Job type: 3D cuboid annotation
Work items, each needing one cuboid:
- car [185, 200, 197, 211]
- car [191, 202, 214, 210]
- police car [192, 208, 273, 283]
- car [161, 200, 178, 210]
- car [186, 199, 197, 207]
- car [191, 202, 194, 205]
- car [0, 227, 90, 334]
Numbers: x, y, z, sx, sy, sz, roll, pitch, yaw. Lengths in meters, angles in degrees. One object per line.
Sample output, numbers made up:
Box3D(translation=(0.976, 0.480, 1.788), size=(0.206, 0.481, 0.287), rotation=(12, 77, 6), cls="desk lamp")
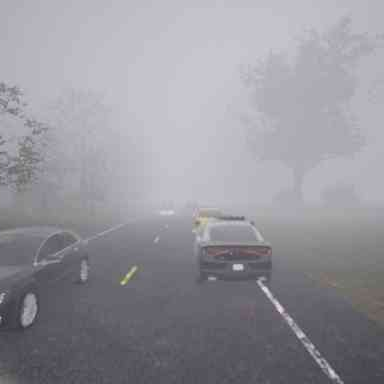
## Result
Box3D(translation=(-0.023, 1.870, 46.428), size=(1.882, 1.535, 5.008), rotation=(0, -1, 0), cls="car")
Box3D(translation=(1.028, 1.635, 20.179), size=(1.801, 1.575, 5.366), rotation=(0, 0, 0), cls="car")
Box3D(translation=(1.039, 1.516, 10.100), size=(1.930, 1.638, 5.238), rotation=(0, -1, 0), cls="police car")
Box3D(translation=(-3.637, 1.914, 50.254), size=(2.128, 1.511, 4.902), rotation=(0, 0, 0), cls="car")
Box3D(translation=(-0.068, 2.065, 61.360), size=(1.994, 1.385, 4.181), rotation=(0, 0, 0), cls="car")
Box3D(translation=(1.022, 1.755, 25.990), size=(1.812, 1.442, 4.674), rotation=(0, 0, 0), cls="car")
Box3D(translation=(-3.607, 1.569, 6.998), size=(1.837, 1.490, 4.892), rotation=(0, -1, 0), cls="car")
